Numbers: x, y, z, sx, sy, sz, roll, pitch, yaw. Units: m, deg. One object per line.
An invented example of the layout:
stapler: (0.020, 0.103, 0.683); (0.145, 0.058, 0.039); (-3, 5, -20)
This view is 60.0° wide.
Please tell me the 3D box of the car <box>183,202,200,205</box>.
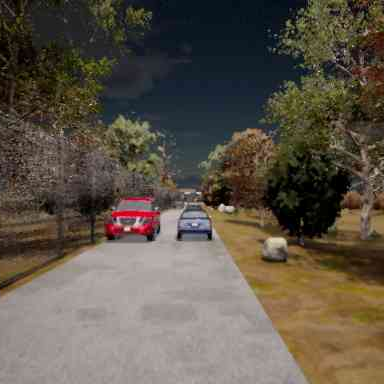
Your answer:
car: (0.230, 1.937, 39.832); (1.837, 1.490, 4.892); (0, -1, 0)

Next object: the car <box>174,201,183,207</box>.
car: (-2.441, 2.570, 63.089); (1.837, 1.490, 4.892); (0, -2, 1)

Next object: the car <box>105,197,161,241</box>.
car: (-2.855, 1.306, 17.403); (2.150, 2.045, 5.566); (0, -1, 0)

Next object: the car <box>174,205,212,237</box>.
car: (0.137, 1.650, 18.555); (2.033, 1.411, 5.357); (0, -1, 0)
